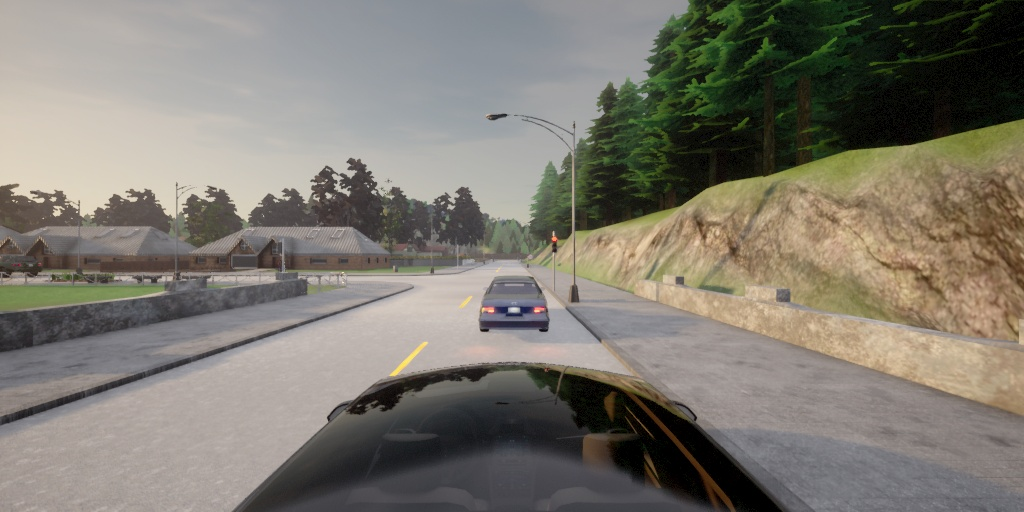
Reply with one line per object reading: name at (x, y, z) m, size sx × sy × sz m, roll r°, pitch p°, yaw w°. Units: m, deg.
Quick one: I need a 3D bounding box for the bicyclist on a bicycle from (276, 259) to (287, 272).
bicyclist on a bicycle at (-24.167, 1.099, 37.589) m, size 0.582 × 1.620 × 1.656 m, roll 0°, pitch 0°, yaw 0°

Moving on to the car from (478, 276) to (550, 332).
car at (0.062, 1.297, 10.811) m, size 2.033 × 1.411 × 5.357 m, roll 0°, pitch 0°, yaw 0°

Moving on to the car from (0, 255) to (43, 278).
car at (-47.379, 0.971, 33.336) m, size 5.566 × 2.045 × 2.150 m, roll 0°, pitch 0°, yaw 1°
